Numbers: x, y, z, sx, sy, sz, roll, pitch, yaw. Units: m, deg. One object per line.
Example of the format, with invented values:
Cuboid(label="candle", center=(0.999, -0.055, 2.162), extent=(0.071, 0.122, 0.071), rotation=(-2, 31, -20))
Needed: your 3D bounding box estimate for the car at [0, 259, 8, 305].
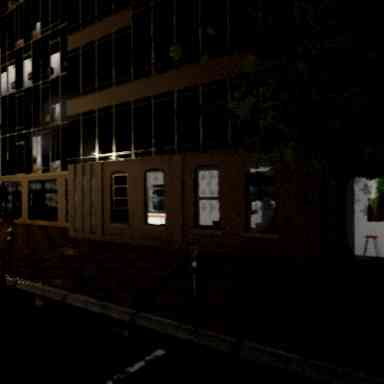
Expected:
Cuboid(label="car", center=(-5.659, 1.528, 6.915), extent=(4.097, 1.590, 1.967), rotation=(-1, -1, 36))
